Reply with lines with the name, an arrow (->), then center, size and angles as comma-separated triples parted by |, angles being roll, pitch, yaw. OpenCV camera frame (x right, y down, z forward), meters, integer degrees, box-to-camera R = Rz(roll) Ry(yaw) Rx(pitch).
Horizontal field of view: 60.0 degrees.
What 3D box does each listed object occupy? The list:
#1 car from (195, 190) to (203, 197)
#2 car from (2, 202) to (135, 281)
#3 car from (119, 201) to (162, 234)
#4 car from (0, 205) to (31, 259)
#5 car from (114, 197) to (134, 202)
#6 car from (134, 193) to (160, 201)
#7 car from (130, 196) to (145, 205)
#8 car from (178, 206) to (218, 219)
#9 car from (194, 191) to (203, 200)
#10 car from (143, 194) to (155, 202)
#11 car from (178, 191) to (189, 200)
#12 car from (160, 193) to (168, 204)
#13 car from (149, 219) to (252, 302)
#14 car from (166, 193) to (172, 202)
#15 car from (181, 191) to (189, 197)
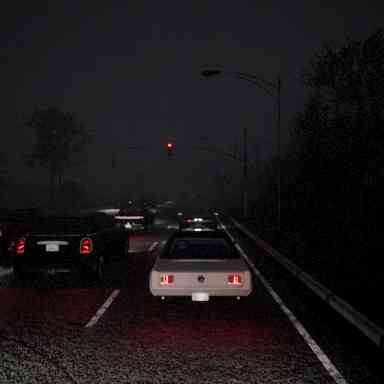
car -> 1.747, 0.369, 86.338 | 1.994, 1.385, 4.181 | 0, 3, 1
car -> -3.295, 1.352, 10.042 | 2.097, 1.767, 4.553 | 0, 0, 1
car -> -3.187, 1.492, 19.053 | 2.128, 1.511, 4.902 | 0, 0, 0
car -> -6.972, 1.352, 12.408 | 2.097, 1.767, 4.553 | 0, 0, 1
car -> -9.736, 1.492, 47.010 | 2.128, 1.511, 4.902 | 0, 0, 2
car -> -6.244, 1.221, 47.087 | 2.150, 2.045, 5.566 | 0, 0, 1
car -> -9.467, 1.526, 58.382 | 1.812, 1.442, 4.674 | 0, 0, 1
car -> 0.319, 1.505, 17.464 | 1.837, 1.490, 4.892 | 0, 0, 1
car -> 1.512, 1.039, 75.921 | 2.128, 1.511, 4.902 | 0, 3, 1
car -> -9.099, 1.245, 71.140 | 1.882, 1.535, 5.008 | 0, 2, 1
car -> -1.987, 0.738, 76.015 | 2.150, 2.045, 5.566 | 0, 3, 1
car -> -5.956, 1.478, 58.722 | 1.882, 1.535, 5.008 | 0, 1, 2
car -> 0.178, 1.601, 8.211 | 1.895, 1.301, 4.718 | 0, 0, 0
car -> -5.593, 1.108, 71.369 | 2.097, 1.767, 4.553 | 0, 2, 1
car -> -1.751, 0.410, 86.449 | 1.895, 1.301, 4.718 | 0, 3, 1
